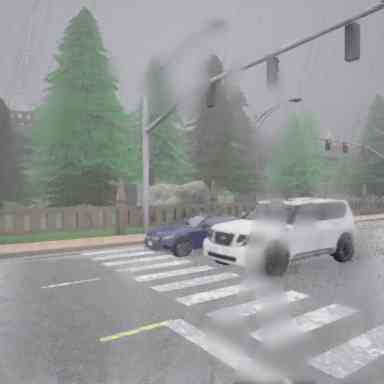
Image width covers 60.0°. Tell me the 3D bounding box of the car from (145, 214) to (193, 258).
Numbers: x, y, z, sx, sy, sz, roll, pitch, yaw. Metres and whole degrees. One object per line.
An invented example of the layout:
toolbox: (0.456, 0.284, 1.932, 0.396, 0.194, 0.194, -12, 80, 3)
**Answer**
car: (0.440, 1.526, 12.928, 4.674, 1.442, 1.812, 0, 0, -36)

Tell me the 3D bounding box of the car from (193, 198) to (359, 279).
car: (2.996, 1.222, 10.454, 5.566, 2.045, 2.150, 0, 0, -36)
